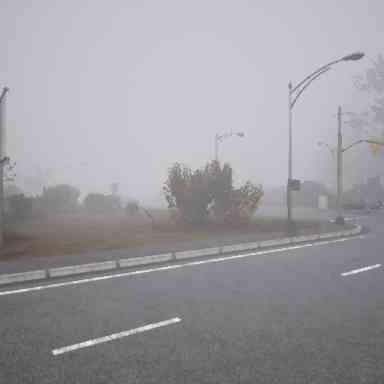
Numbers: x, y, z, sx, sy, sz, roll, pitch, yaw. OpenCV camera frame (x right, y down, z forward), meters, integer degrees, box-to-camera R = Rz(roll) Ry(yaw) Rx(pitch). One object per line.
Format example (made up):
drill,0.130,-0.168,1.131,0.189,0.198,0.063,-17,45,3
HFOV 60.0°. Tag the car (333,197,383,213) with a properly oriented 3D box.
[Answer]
car,17.348,1.314,34.945,2.128,1.511,4.902,0,0,-39

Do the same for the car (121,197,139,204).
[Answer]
car,-11.085,1.517,59.220,1.994,1.385,4.181,0,0,-39
